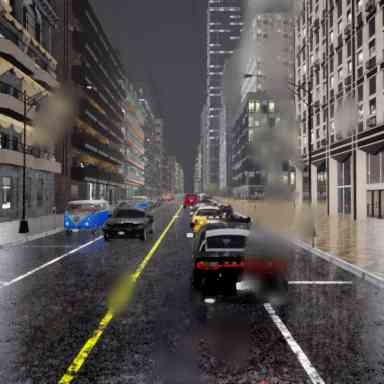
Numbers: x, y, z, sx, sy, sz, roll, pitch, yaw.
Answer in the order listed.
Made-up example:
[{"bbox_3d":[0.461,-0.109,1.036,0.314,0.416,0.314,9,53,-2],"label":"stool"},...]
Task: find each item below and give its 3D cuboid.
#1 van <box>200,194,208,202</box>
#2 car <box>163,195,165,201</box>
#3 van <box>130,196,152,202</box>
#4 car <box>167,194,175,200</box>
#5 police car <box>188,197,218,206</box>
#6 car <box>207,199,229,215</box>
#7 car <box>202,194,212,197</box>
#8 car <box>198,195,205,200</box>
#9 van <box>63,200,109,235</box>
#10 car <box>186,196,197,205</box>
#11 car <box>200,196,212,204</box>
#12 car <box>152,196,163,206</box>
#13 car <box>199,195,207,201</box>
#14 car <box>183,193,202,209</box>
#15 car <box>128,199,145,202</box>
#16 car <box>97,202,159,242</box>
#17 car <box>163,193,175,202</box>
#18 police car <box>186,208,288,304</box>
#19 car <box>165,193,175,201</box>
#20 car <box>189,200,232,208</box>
[{"bbox_3d":[2.659,1.292,75.212,1.690,1.788,3.998,1,0,0],"label":"van"},{"bbox_3d":[-5.718,1.562,52.530,1.802,1.307,4.206,1,0,0],"label":"car"},{"bbox_3d":[-5.700,1.337,35.436,1.690,1.788,3.998,1,0,0],"label":"van"},{"bbox_3d":[-5.746,1.363,92.423,1.967,1.590,4.097,1,0,0],"label":"car"},{"bbox_3d":[0.880,1.425,24.360,1.930,1.638,5.238,0,0,0],"label":"police car"},{"bbox_3d":[2.676,1.546,35.325,2.008,1.369,4.403,1,0,0],"label":"car"},{"bbox_3d":[2.663,1.289,58.118,2.192,1.841,5.009,1,0,0],"label":"car"},{"bbox_3d":[2.598,1.505,92.305,1.802,1.307,4.206,1,0,0],"label":"car"},{"bbox_3d":[-5.687,1.342,18.337,1.690,1.788,3.998,1,0,0],"label":"van"},{"bbox_3d":[-0.047,1.478,58.699,1.837,1.490,4.892,0,0,0],"label":"car"},{"bbox_3d":[2.654,1.517,63.816,2.008,1.369,4.403,1,0,0],"label":"car"},{"bbox_3d":[-5.713,1.537,46.833,2.008,1.369,4.403,1,0,0],"label":"car"},{"bbox_3d":[2.616,1.508,80.910,1.947,1.339,4.313,1,0,0],"label":"car"},{"bbox_3d":[-0.027,1.209,45.669,2.150,2.045,5.566,0,0,1],"label":"car"},{"bbox_3d":[-5.701,1.564,29.738,1.947,1.339,4.313,1,0,0],"label":"car"},{"bbox_3d":[-3.014,1.479,16.695,1.882,1.535,5.008,0,0,0],"label":"car"},{"bbox_3d":[-5.731,1.266,75.327,2.192,1.841,5.009,1,0,0],"label":"car"},{"bbox_3d":[0.892,1.427,8.357,1.930,1.638,5.238,0,0,0],"label":"police car"},{"bbox_3d":[-5.739,1.248,86.723,2.192,1.841,5.009,1,0,0],"label":"car"},{"bbox_3d":[0.884,1.456,18.439,1.801,1.575,5.366,0,0,0],"label":"car"}]
